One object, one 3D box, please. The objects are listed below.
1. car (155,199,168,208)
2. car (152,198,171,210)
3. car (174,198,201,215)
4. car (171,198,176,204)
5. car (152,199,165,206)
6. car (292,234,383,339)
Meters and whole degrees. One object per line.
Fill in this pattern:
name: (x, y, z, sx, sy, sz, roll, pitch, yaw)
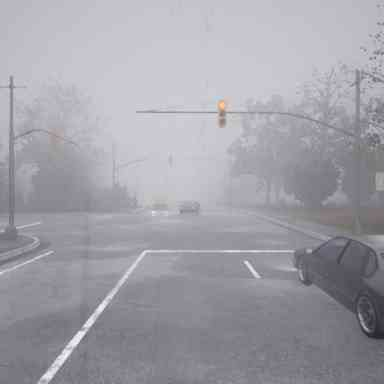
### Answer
car: (-5.010, 1.786, 54.393, 2.033, 1.411, 5.357, 0, -1, -7)
car: (-4.138, 1.559, 43.881, 1.882, 1.535, 5.008, 0, -1, -3)
car: (-0.201, 1.557, 34.098, 2.033, 1.411, 5.357, 0, 0, 6)
car: (-3.672, 2.137, 80.715, 2.097, 1.767, 4.553, 0, -1, -22)
car: (-6.611, 2.016, 64.919, 2.033, 1.411, 5.357, 0, -1, -10)
car: (3.591, 1.547, 6.501, 2.033, 1.411, 5.357, 0, 0, 0)
